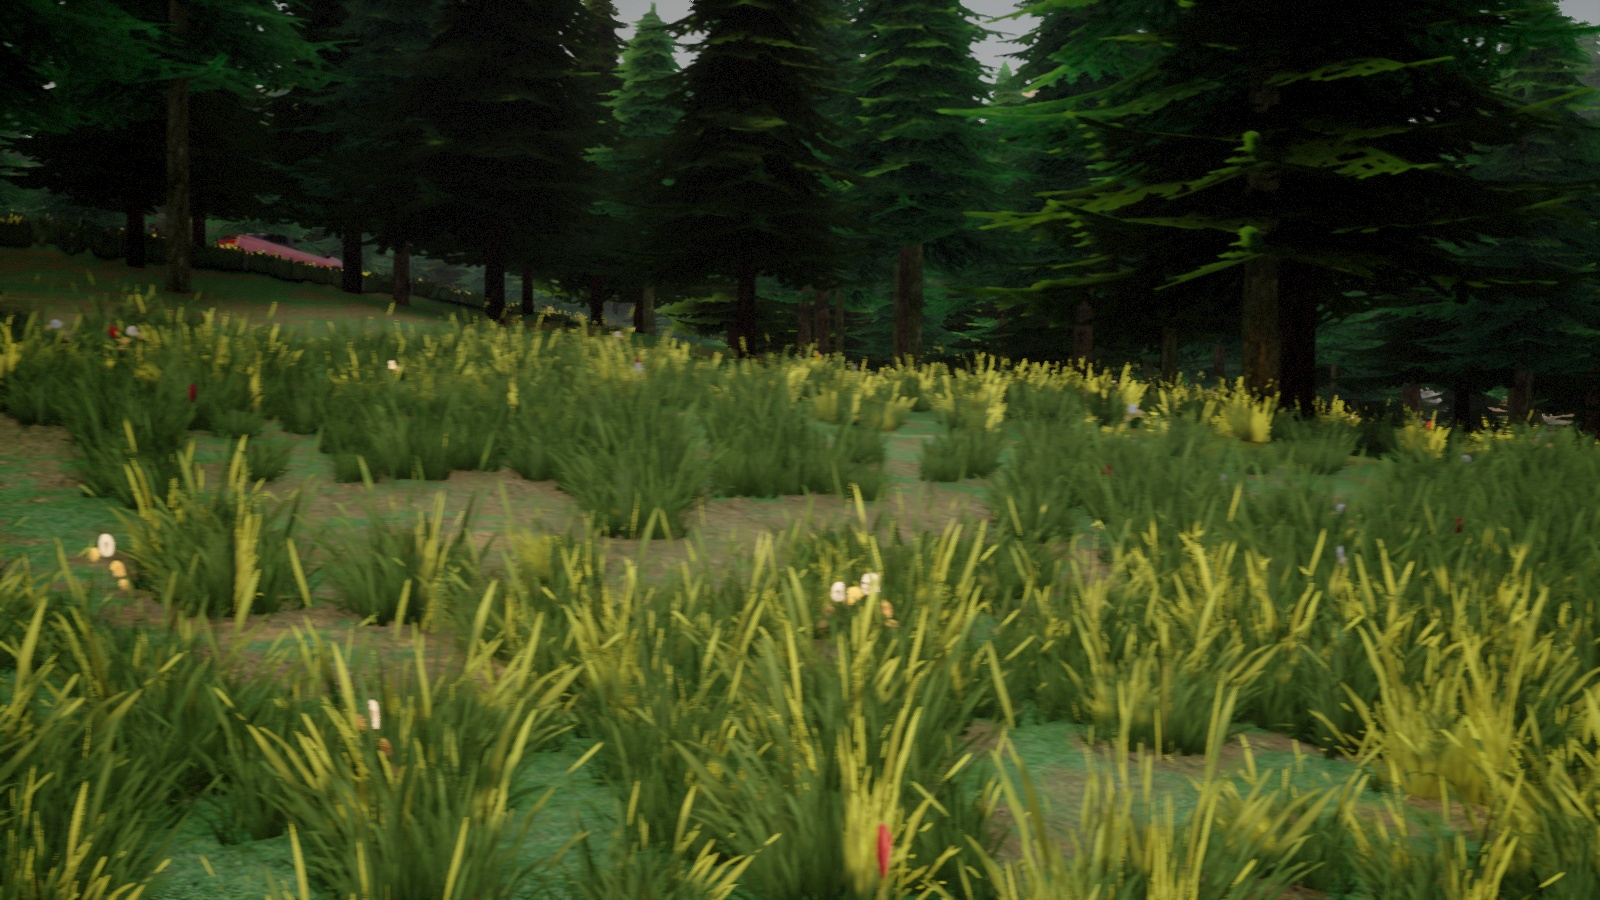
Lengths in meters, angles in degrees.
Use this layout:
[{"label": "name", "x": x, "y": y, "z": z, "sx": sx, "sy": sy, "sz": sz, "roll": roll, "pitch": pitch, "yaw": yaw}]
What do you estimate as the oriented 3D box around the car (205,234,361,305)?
[{"label": "car", "x": -17.799, "y": -6.190, "z": 43.414, "sx": 2.007, "sy": 1.525, "sz": 4.514, "roll": 0, "pitch": -3, "yaw": 39}]
